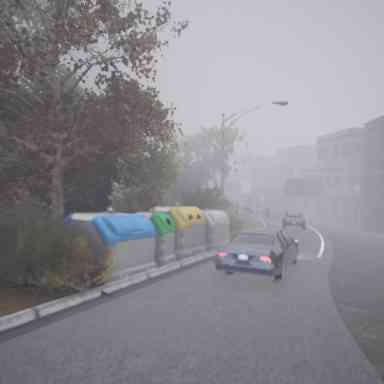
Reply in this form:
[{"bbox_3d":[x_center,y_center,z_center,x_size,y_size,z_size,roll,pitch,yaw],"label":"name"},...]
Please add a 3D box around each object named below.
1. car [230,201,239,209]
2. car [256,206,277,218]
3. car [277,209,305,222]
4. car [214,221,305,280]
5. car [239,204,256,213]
[{"bbox_3d":[8.305,2.563,66.074,1.994,1.385,4.181,0,2,-10],"label":"car"},{"bbox_3d":[10.711,2.766,45.554,2.128,1.511,4.902,0,-1,0],"label":"car"},{"bbox_3d":[9.014,2.451,29.885,2.128,1.511,4.902,1,-1,13],"label":"car"},{"bbox_3d":[2.441,1.913,11.356,2.033,1.411,5.357,1,-2,25],"label":"car"},{"bbox_3d":[9.943,2.835,56.037,1.895,1.301,4.718,0,1,-7],"label":"car"}]
